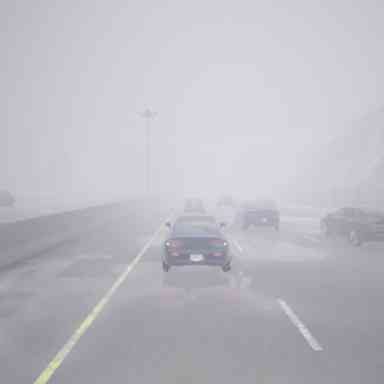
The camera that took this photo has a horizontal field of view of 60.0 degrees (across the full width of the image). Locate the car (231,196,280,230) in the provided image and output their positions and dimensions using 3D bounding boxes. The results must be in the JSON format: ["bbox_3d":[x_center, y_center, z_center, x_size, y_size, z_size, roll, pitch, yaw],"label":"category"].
[{"bbox_3d":[3.645,1.234,19.237,1.882,1.535,5.008,0,1,0],"label":"car"}]

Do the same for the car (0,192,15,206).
[{"bbox_3d":[-17.430,0.666,29.051,2.097,1.767,4.553,0,1,0],"label":"car"}]

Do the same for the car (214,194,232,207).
[{"bbox_3d":[3.693,1.023,37.726,1.837,1.490,4.892,0,1,0],"label":"car"}]

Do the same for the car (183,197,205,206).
[{"bbox_3d":[0.168,1.176,28.656,2.033,1.411,5.357,0,1,0],"label":"car"}]

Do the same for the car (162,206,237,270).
[{"bbox_3d":[0.108,1.390,10.345,1.812,1.442,4.674,0,1,0],"label":"car"}]

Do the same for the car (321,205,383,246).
[{"bbox_3d":[7.132,1.332,14.194,1.837,1.490,4.892,0,1,0],"label":"car"}]
